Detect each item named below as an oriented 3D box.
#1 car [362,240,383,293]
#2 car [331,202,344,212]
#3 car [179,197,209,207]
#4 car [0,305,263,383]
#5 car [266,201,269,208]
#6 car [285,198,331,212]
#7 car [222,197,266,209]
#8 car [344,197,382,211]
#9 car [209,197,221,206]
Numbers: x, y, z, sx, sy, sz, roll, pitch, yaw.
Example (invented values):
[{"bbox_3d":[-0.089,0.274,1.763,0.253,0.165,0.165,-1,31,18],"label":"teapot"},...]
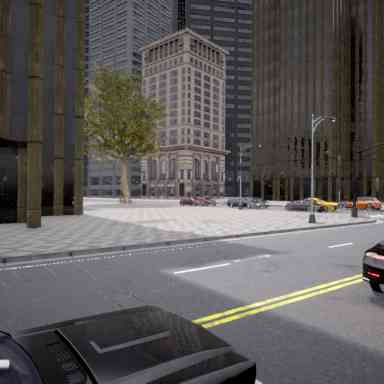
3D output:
[{"bbox_3d":[5.816,1.492,7.584,4.902,1.511,2.128,0,0,-35],"label":"car"},{"bbox_3d":[14.395,1.462,38.573,1.882,1.535,5.008,1,0,-38],"label":"car"},{"bbox_3d":[-0.027,1.475,50.839,1.812,1.442,4.674,1,0,-41],"label":"car"},{"bbox_3d":[-1.706,1.601,2.224,4.718,1.301,1.895,0,0,-36],"label":"car"},{"bbox_3d":[8.414,1.476,45.945,2.128,1.511,4.902,1,0,-40],"label":"car"},{"bbox_3d":[12.245,1.516,36.038,1.994,1.385,4.181,1,0,-39],"label":"car"},{"bbox_3d":[6.655,1.444,42.985,2.128,1.511,4.902,1,0,-40],"label":"car"},{"bbox_3d":[20.827,1.403,41.225,2.097,1.767,4.553,1,0,-38],"label":"car"},{"bbox_3d":[1.914,1.507,53.541,1.812,1.442,4.674,1,0,-41],"label":"car"}]
